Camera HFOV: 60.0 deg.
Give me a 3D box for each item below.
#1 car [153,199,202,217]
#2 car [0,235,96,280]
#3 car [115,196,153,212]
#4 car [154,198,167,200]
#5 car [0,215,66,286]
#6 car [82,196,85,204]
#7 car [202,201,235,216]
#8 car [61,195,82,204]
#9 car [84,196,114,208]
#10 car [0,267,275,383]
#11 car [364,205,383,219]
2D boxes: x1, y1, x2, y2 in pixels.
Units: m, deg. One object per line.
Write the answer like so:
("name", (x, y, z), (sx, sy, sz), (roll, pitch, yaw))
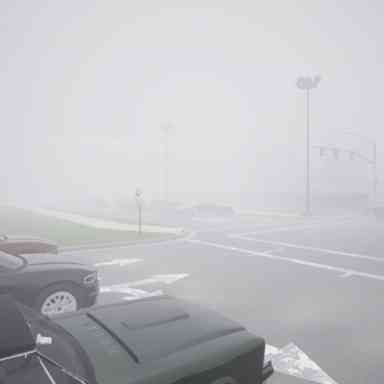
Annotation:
("car", (-1.502, 1.600, 31.763), (1.895, 1.301, 4.718), (0, 0, -36))
("car", (-3.994, 1.478, 5.215), (5.008, 1.535, 1.882), (0, 0, -35))
("car", (-6.833, 1.351, 39.057), (2.097, 1.767, 4.553), (0, 0, -36))
("car", (-3.434, 1.503, 40.337), (1.837, 1.490, 4.892), (0, 0, -36))
("car", (-5.934, 1.478, 8.133), (5.008, 1.535, 1.882), (0, 0, -35))
("car", (-19.436, 1.546, 62.556), (1.837, 1.490, 4.892), (0, 0, -36))
("car", (2.041, 1.599, 32.847), (1.895, 1.301, 4.718), (0, 0, -36))
("car", (-22.274, 1.283, 60.508), (1.882, 1.535, 5.008), (0, 0, -36))
("car", (-13.495, 1.477, 48.203), (1.882, 1.535, 5.008), (0, 0, -36))
("car", (-1.535, 1.601, 2.665), (4.718, 1.301, 1.895), (0, 0, -35))
("car", (16.575, 1.475, 26.871), (1.882, 1.535, 5.008), (0, 0, -36))
